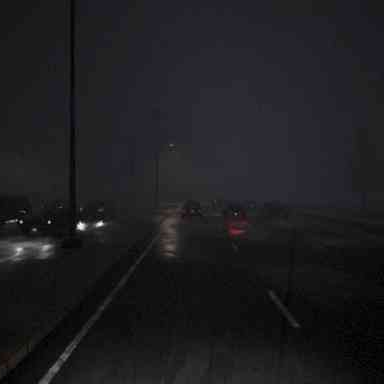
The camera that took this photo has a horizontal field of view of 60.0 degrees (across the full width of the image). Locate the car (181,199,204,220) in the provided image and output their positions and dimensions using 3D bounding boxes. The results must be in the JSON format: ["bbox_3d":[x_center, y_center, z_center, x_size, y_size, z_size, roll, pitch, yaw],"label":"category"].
[{"bbox_3d":[0.038,1.563,28.488,2.033,1.411,5.357,0,0,1],"label":"car"}]

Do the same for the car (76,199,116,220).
[{"bbox_3d":[-8.006,1.366,28.478,2.097,1.767,4.553,0,0,1],"label":"car"}]

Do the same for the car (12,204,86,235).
[{"bbox_3d":[-7.990,1.610,19.105,1.895,1.301,4.718,0,0,0],"label":"car"}]

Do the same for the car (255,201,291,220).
[{"bbox_3d":[7.040,1.494,28.557,1.882,1.535,5.008,0,0,0],"label":"car"}]

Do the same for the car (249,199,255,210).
[{"bbox_3d":[7.038,1.588,41.469,1.994,1.385,4.181,0,0,0],"label":"car"}]

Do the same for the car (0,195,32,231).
[{"bbox_3d":[-11.486,1.226,19.565,2.150,2.045,5.566,0,0,0],"label":"car"}]

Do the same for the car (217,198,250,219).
[{"bbox_3d":[3.548,1.522,29.195,1.837,1.490,4.892,0,0,0],"label":"car"}]

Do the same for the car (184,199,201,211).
[{"bbox_3d":[0.041,1.587,41.972,1.994,1.385,4.181,0,0,0],"label":"car"}]

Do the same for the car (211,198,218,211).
[{"bbox_3d":[3.538,1.515,41.856,2.128,1.511,4.902,0,0,0],"label":"car"}]

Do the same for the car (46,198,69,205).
[{"bbox_3d":[-11.501,1.366,29.083,2.097,1.767,4.553,0,0,0],"label":"car"}]
